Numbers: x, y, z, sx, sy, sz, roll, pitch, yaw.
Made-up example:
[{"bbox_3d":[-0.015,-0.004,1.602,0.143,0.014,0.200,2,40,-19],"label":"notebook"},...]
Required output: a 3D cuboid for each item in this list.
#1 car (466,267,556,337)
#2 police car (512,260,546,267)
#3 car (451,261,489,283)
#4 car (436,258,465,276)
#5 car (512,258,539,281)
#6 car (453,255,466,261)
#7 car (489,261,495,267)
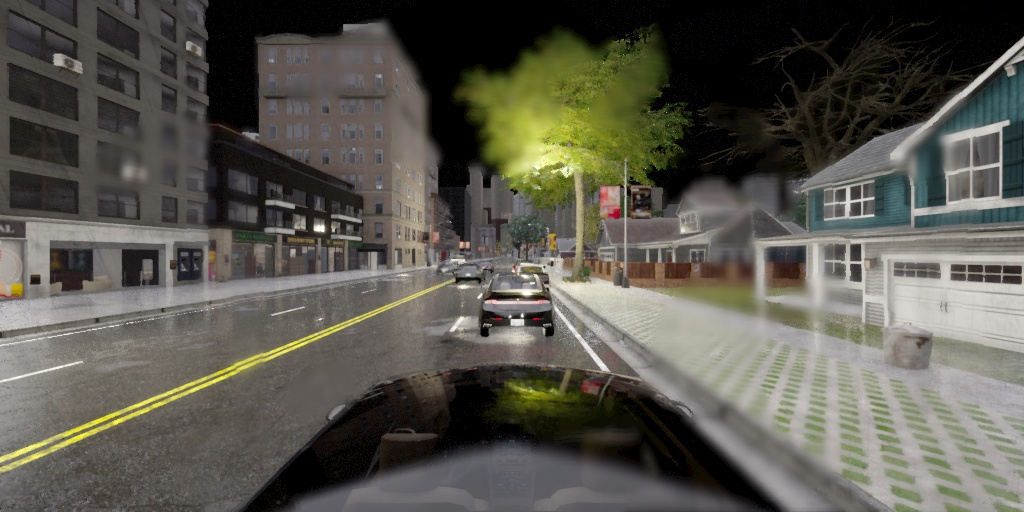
[{"bbox_3d":[0.121,1.238,10.270,2.128,1.511,4.902,0,0,0],"label":"car"},{"bbox_3d":[1.025,1.163,20.520,1.930,1.638,5.238,0,0,0],"label":"police car"},{"bbox_3d":[-3.081,1.294,27.290,1.994,1.385,4.181,0,0,0],"label":"car"},{"bbox_3d":[-6.505,1.212,36.955,2.128,1.511,4.902,0,0,0],"label":"car"},{"bbox_3d":[1.051,1.079,30.380,2.097,1.767,4.553,0,0,0],"label":"car"},{"bbox_3d":[-9.613,0.915,64.487,2.150,2.045,5.566,0,0,1],"label":"car"},{"bbox_3d":[-3.043,1.262,42.286,2.033,1.411,5.357,0,0,0],"label":"car"}]
